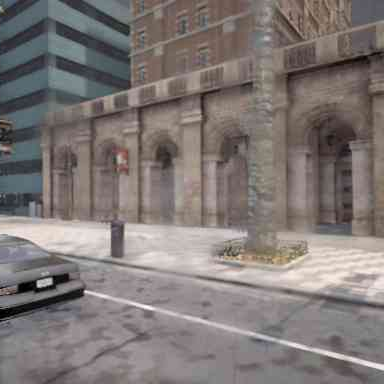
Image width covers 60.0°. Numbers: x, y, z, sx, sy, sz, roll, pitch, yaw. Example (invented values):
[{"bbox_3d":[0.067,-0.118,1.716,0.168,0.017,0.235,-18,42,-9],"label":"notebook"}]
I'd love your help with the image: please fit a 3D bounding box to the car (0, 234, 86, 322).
[{"bbox_3d":[-4.599,1.659,7.266,5.357,1.411,2.033,-1,-1,36],"label":"car"}]
